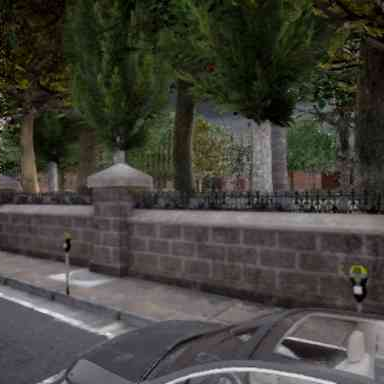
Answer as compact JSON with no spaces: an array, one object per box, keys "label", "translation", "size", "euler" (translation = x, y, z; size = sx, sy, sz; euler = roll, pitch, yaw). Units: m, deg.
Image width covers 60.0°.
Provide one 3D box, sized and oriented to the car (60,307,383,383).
[{"label":"car","translation":[0.836,1.552,2.227],"size":[4.403,1.369,2.008],"euler":[0,-1,36]}]
